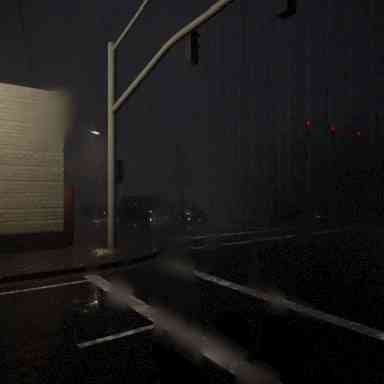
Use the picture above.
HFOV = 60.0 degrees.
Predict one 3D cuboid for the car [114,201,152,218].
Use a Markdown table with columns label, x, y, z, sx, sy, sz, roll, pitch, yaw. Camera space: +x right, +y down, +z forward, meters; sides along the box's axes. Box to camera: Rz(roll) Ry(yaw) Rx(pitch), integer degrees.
| label | x | y | z | sx | sy | sz | roll | pitch | yaw |
| --- | --- | --- | --- | --- | --- | --- | --- | --- | --- |
| car | -5.780 | 1.619 | 32.062 | 1.994 | 1.385 | 4.181 | 0 | 0 | -35 |

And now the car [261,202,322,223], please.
| label | x | y | z | sx | sy | sz | roll | pitch | yaw |
| --- | --- | --- | --- | --- | --- | --- | --- | --- | --- |
| car | 7.686 | 1.561 | 26.198 | 1.837 | 1.490 | 4.892 | -1 | 1 | -40 |

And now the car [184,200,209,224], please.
| label | x | y | z | sx | sy | sz | roll | pitch | yaw |
| --- | --- | --- | --- | --- | --- | --- | --- | --- | --- |
| car | -0.759 | 1.407 | 25.034 | 2.097 | 1.767 | 4.553 | 0 | 0 | -36 |

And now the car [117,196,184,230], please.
| label | x | y | z | sx | sy | sz | roll | pitch | yaw |
| --- | --- | --- | --- | --- | --- | --- | --- | --- | --- |
| car | -3.126 | 1.277 | 22.321 | 2.150 | 2.045 | 5.566 | 0 | 0 | -36 |

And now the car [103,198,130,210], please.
| label | x | y | z | sx | sy | sz | roll | pitch | yaw |
| --- | --- | --- | --- | --- | --- | --- | --- | --- | --- |
| car | -10.160 | 1.581 | 44.472 | 1.812 | 1.442 | 4.674 | 0 | 0 | -36 |

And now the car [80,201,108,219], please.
| label | x | y | z | sx | sy | sz | roll | pitch | yaw |
| --- | --- | --- | --- | --- | --- | --- | --- | --- | --- |
| car | -8.593 | 1.619 | 29.985 | 1.994 | 1.385 | 4.181 | 0 | 0 | -35 |
